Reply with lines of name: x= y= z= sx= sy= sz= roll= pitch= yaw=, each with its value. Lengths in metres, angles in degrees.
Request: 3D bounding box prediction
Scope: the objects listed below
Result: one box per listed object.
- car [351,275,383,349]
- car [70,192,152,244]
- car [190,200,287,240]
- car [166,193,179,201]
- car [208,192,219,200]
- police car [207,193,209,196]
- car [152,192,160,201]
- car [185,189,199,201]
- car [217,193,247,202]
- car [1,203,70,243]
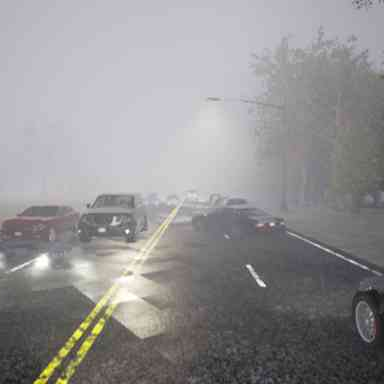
car: x=3.257 y=1.460 z=2.974 sx=1.812 sy=1.442 sz=4.674 roll=1 pitch=2 yaw=0
car: x=-3.354 y=1.031 z=15.161 sx=2.150 sy=2.045 sz=5.566 roll=0 pitch=1 yaw=0
car: x=1.987 y=1.350 z=15.817 sx=2.033 sy=1.411 sz=5.357 roll=0 pitch=1 yaw=-31
car: x=-3.329 y=0.858 z=57.224 sx=1.994 sy=1.385 sz=4.181 roll=0 pitch=1 yaw=0
car: x=3.241 y=1.015 z=35.988 sx=2.128 sy=1.511 sz=4.902 roll=1 pitch=0 yaw=0
police car: x=3.250 y=0.814 z=47.097 sx=1.930 sy=1.638 sz=5.238 roll=1 pitch=0 yaw=0
car: x=-6.582 y=0.808 z=56.486 sx=1.837 sy=1.490 sz=4.892 roll=0 pitch=1 yaw=0
car: x=-0.006 y=0.507 z=58.242 sx=2.150 sy=2.045 sz=5.566 roll=0 pitch=1 yaw=0
car: x=3.228 y=1.148 z=24.980 sx=1.882 sy=1.535 sz=5.008 roll=-1 pitch=1 yaw=0
car: x=-6.604 y=1.288 z=15.122 sx=1.882 sy=1.535 sz=5.008 roll=0 pitch=1 yaw=0
